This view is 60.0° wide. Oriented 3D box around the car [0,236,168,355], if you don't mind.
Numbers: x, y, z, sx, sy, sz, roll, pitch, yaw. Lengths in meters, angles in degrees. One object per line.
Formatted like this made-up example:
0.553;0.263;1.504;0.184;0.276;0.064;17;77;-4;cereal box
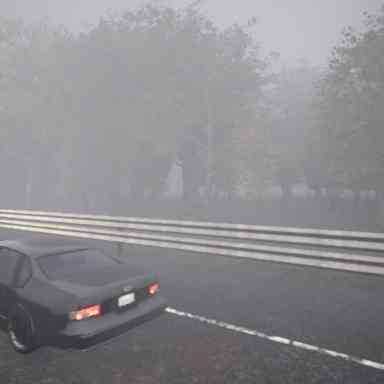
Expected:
-2.960;1.549;6.088;5.357;1.411;2.033;0;0;35;car
